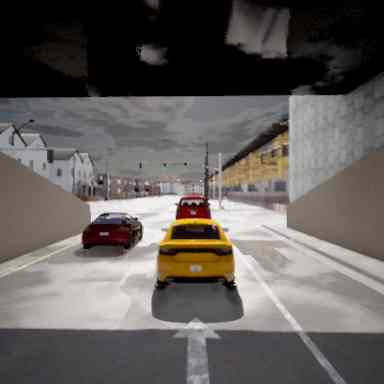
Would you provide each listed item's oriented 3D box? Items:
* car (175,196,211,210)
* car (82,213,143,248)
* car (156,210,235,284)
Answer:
[{"bbox_3d":[0.066,1.284,21.584,2.150,2.045,5.566,0,0,0],"label":"car"},{"bbox_3d":[-3.411,1.607,14.927,1.994,1.385,4.181,0,0,0],"label":"car"},{"bbox_3d":[0.088,1.506,9.694,1.882,1.535,5.008,0,0,0],"label":"car"}]
